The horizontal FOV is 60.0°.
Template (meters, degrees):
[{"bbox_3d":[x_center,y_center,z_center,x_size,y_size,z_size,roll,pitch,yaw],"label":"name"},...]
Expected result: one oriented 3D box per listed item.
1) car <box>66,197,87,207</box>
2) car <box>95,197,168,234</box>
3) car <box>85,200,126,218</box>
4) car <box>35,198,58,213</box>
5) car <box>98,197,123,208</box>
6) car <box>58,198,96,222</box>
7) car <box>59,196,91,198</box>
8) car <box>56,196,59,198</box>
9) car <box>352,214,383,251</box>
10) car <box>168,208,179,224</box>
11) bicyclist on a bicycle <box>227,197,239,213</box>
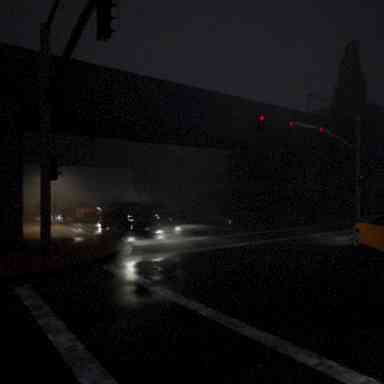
[{"bbox_3d":[-17.849,1.535,51.419,1.812,1.442,4.674,0,0,-36],"label":"car"},{"bbox_3d":[-3.627,1.352,19.248,2.097,1.767,4.553,0,0,-36],"label":"car"},{"bbox_3d":[-8.351,1.550,31.848,2.033,1.411,5.357,0,0,-35],"label":"car"},{"bbox_3d":[-15.435,1.611,35.722,1.895,1.301,4.718,0,0,-36],"label":"car"},{"bbox_3d":[-12.127,1.481,49.457,1.882,1.535,5.008,0,0,-36],"label":"car"},{"bbox_3d":[-8.949,1.482,26.669,1.882,1.535,5.008,0,0,-36],"label":"car"},{"bbox_3d":[-14.176,1.485,39.981,1.882,1.535,5.008,0,0,-35],"label":"car"},{"bbox_3d":[-23.248,1.518,58.763,1.837,1.490,4.892,0,0,-37],"label":"car"},{"bbox_3d":[7.452,1.467,11.725,1.882,1.535,5.008,1,0,4],"label":"car"},{"bbox_3d":[-2.770,1.524,24.059,1.812,1.442,4.674,0,0,-36],"label":"car"},{"bbox_3d":[4.217,1.292,34.021,1.656,1.620,0.582,0,0,-36],"label":"bicyclist on a bicycle"}]
